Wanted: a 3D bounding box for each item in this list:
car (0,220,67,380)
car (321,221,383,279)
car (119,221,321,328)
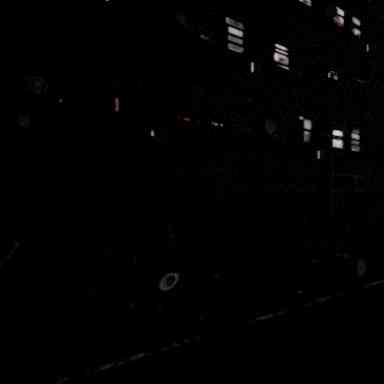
[{"bbox_3d":[-4.023,1.307,3.685,5.009,1.841,2.192,0,0,-36],"label":"car"},{"bbox_3d":[5.149,1.615,10.235,4.507,1.381,1.887,0,0,-36],"label":"car"},{"bbox_3d":[0.562,1.471,6.960,4.097,1.590,1.967,0,0,-36],"label":"car"}]
